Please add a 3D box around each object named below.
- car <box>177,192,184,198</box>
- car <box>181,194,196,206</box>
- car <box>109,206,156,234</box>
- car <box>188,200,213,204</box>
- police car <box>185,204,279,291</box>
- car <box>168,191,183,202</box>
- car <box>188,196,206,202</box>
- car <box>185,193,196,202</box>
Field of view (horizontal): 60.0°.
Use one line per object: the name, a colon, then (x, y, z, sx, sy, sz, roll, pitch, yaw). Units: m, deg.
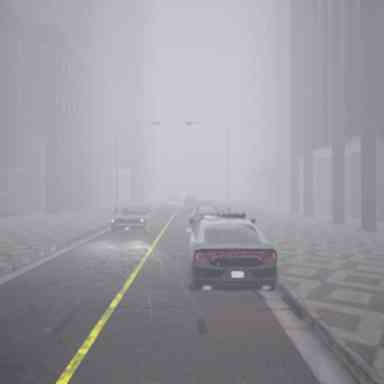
car: (-3.380, 0.806, 94.843, 1.837, 1.490, 4.892, 0, 0, 0)
car: (-0.160, 1.174, 46.157, 1.812, 1.442, 4.674, 0, 0, 0)
car: (-3.173, 1.464, 18.443, 1.895, 1.301, 4.718, 0, 0, 0)
car: (0.826, 1.386, 18.852, 1.812, 1.442, 4.674, 0, 0, 0)
police car: (0.865, 1.360, 8.961, 1.930, 1.638, 5.238, 0, 0, 0)
car: (-3.296, 1.026, 61.254, 2.128, 1.511, 4.902, 0, 1, 0)
car: (0.801, 1.318, 24.853, 1.837, 1.490, 4.892, 0, 0, 0)
car: (-0.242, 1.020, 60.441, 1.882, 1.535, 5.008, 0, 0, 0)
